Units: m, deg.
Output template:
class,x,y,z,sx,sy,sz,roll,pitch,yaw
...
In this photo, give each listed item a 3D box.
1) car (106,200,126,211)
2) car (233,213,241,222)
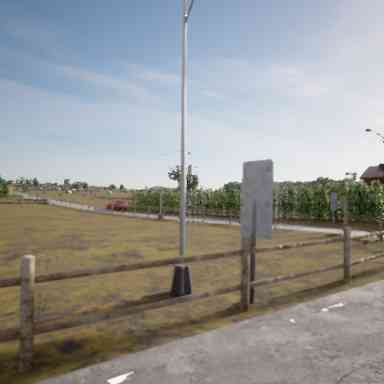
class,x,y,z,sx,sy,sz,roll,pitch,yaw
car,-14.347,2.519,62.592,2.150,2.045,5.566,3,-3,-35
car,6.089,2.448,33.948,1.994,1.385,4.181,3,-3,-35
